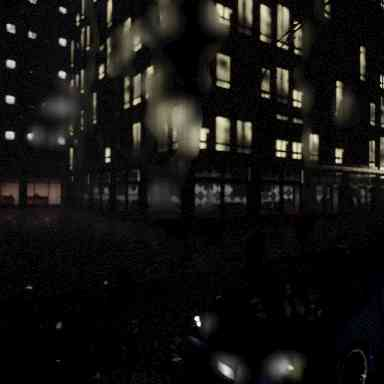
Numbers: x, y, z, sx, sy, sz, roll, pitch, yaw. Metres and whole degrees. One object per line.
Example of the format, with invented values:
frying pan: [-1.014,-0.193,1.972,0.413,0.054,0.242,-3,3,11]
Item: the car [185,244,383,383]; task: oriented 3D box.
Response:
car: [2.542,1.582,5.185,5.357,1.411,2.033,1,0,-35]
